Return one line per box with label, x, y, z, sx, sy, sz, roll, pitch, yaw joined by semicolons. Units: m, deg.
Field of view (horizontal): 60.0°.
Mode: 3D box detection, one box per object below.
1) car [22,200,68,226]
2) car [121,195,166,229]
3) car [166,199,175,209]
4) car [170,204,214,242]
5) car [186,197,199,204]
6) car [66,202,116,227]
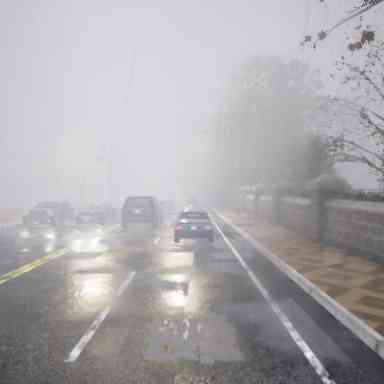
car;-9.847;1.359;23.166;2.097;1.767;4.553;0;0;0
car;-3.155;1.230;21.914;2.150;2.045;5.566;0;0;0
car;-3.162;1.566;41.776;2.033;1.411;5.357;0;0;0
car;0.085;1.555;16.407;2.033;1.411;5.357;0;0;0
car;0.086;1.533;54.859;1.837;1.490;4.892;0;0;0
car;-6.598;1.499;23.139;2.128;1.511;4.902;0;0;0
